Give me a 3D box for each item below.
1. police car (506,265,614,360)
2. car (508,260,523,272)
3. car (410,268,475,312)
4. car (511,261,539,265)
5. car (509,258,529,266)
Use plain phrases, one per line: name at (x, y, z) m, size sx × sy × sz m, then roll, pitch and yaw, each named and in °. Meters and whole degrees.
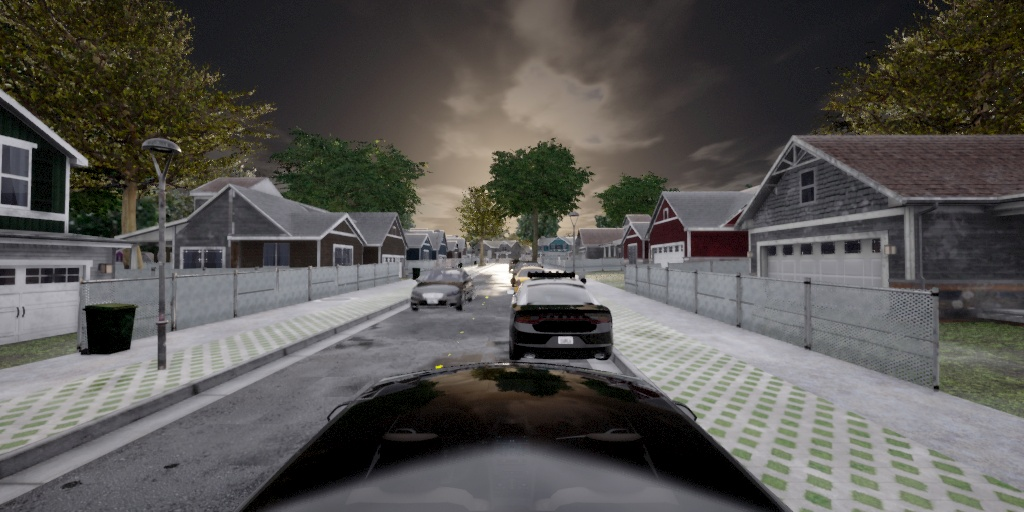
police car at (0.905, 1.176, 8.457) m, size 1.930 × 1.638 × 5.238 m, roll 0°, pitch 0°, yaw 1°
car at (0.514, 1.242, 47.427) m, size 1.837 × 1.490 × 4.892 m, roll 0°, pitch 0°, yaw 1°
car at (-2.614, 1.241, 14.329) m, size 2.128 × 1.511 × 4.902 m, roll 0°, pitch 0°, yaw 1°
car at (1.006, 1.204, 18.539) m, size 1.801 × 1.575 × 5.366 m, roll 0°, pitch 0°, yaw 1°
car at (1.064, 1.097, 24.319) m, size 2.097 × 1.767 × 4.553 m, roll 0°, pitch 0°, yaw 1°
